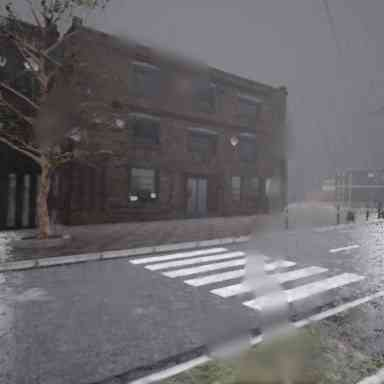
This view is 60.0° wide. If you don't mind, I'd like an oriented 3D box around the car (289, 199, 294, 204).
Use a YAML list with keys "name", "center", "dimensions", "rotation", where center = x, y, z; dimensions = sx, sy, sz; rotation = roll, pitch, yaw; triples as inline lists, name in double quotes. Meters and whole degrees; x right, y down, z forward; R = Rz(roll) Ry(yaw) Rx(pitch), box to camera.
- name: "car"
  center: [22.097, 2.270, 77.920]
  dimensions: [2.163, 1.488, 4.792]
  rotation: [1, -1, 43]
